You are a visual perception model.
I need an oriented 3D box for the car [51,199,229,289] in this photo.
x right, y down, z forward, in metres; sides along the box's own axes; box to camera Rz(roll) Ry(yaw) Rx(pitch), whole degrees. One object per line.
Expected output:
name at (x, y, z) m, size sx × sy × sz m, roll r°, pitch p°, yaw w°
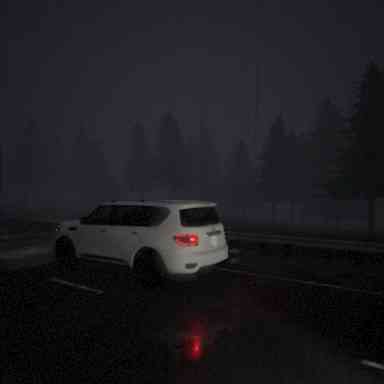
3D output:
car at (-1.655, 1.225, 9.470) m, size 5.566 × 2.045 × 2.150 m, roll 0°, pitch 0°, yaw 36°
